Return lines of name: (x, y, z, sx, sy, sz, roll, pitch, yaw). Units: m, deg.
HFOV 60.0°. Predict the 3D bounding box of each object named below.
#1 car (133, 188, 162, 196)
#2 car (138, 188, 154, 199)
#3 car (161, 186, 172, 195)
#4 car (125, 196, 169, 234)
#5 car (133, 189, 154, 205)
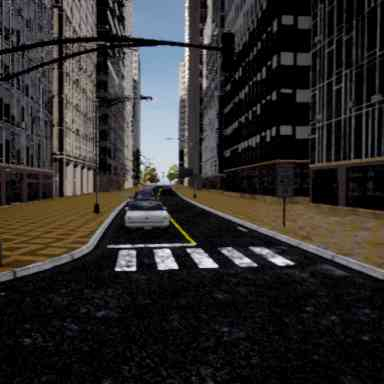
car: (-3.642, 0.712, 24.967, 2.128, 1.511, 4.902, 0, 2, -9)
car: (-6.267, 0.153, 45.851, 2.033, 1.411, 5.357, 0, 2, -6)
car: (-4.378, -0.223, 57.845, 1.837, 1.490, 4.892, 0, 2, -5)
car: (-2.182, 1.089, 15.742, 1.895, 1.301, 4.718, 0, 2, -10)
car: (-5.071, 0.465, 35.299, 2.033, 1.411, 5.357, 0, 2, -7)
